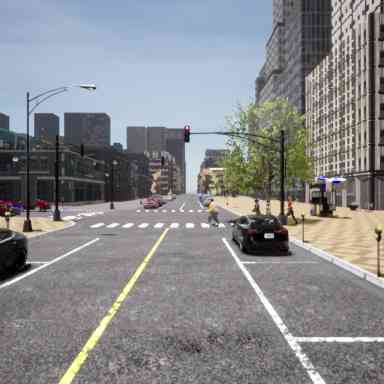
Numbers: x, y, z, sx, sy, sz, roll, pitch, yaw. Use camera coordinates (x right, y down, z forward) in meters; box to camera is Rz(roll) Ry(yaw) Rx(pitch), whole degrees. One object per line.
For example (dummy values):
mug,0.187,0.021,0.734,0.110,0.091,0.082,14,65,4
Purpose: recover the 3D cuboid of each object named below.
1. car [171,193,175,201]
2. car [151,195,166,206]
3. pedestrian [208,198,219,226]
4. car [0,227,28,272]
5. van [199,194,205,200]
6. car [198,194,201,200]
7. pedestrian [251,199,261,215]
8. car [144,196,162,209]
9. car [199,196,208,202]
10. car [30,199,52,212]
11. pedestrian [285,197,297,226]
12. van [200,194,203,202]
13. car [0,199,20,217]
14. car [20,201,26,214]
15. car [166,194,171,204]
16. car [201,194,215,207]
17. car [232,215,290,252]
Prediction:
car,-5.661,1.532,79.304,1.752,1.417,4.829,0,0,0
car,-5.669,1.318,51.719,2.192,1.841,5.009,0,0,0
pedestrian,1.413,1.295,21.860,0.375,1.860,0.375,0,0,0
car,-5.684,1.566,8.153,1.947,1.339,4.313,0,0,0
van,2.725,1.349,90.576,1.690,1.788,3.998,0,0,0
car,2.716,1.556,68.372,2.008,1.369,4.403,0,0,0
pedestrian,4.164,1.295,21.343,0.375,1.860,0.375,0,0,0
car,-5.672,1.585,46.168,1.802,1.307,4.206,0,0,0
car,2.720,1.573,79.474,1.947,1.339,4.313,0,0,0
car,-17.257,1.372,35.175,4.507,1.381,1.887,1,-1,-1
pedestrian,6.103,1.143,20.648,0.375,1.860,0.375,0,0,0
van,2.714,1.345,57.270,1.690,1.788,3.998,0,0,0
car,-17.139,1.101,26.800,5.009,1.841,2.192,1,-1,-1
car,-17.362,1.323,29.371,4.674,1.442,1.812,1,0,-2
car,-5.666,1.555,62.822,2.008,1.369,4.403,0,0,0
car,2.711,1.529,51.889,1.752,1.417,4.829,0,0,0
car,2.698,1.567,13.690,1.947,1.339,4.313,0,0,0
